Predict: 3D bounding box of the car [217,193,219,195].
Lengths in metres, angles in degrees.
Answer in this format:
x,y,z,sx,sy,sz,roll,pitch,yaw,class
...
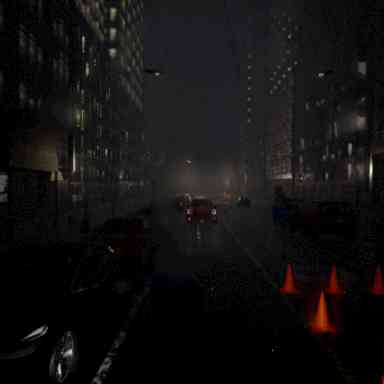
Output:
x,y,z,sx,sy,sz,roll,pitch,yaw,class
7.385,1.008,73.281,2.192,1.841,5.009,0,0,1,car

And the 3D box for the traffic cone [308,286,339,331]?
x,y,z,sx,sy,sz,roll,pitch,yaw,class
2.154,1.949,5.514,0.340,0.580,0.340,1,0,1,traffic cone

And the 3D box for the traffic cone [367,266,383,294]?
x,y,z,sx,sy,sz,roll,pitch,yaw,class
4.191,1.960,7.476,0.340,0.580,0.340,1,0,1,traffic cone

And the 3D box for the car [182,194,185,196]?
x,y,z,sx,sy,sz,roll,pitch,yaw,class
-1.525,1.300,45.025,2.008,1.369,4.403,0,0,1,car

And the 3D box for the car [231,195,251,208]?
x,y,z,sx,sy,sz,roll,pitch,yaw,class
6.853,1.388,44.868,2.008,1.369,4.403,0,0,1,car

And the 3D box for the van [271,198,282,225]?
x,y,z,sx,sy,sz,roll,pitch,yaw,class
6.428,1.293,22.138,1.690,1.788,3.998,0,0,1,van

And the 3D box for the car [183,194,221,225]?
x,y,z,sx,sy,sz,roll,pitch,yaw,class
0.666,1.238,23.111,2.097,1.767,4.553,1,0,1,car

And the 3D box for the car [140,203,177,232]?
x,y,z,sx,sy,sz,roll,pitch,yaw,class
-2.058,1.442,16.612,2.008,1.369,4.403,0,0,1,car

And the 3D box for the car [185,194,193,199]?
x,y,z,sx,sy,sz,roll,pitch,yaw,class
-0.781,1.112,84.804,1.947,1.339,4.313,0,0,1,car

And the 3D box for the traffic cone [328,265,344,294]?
x,y,z,sx,sy,sz,roll,pitch,yaw,class
3.191,1.949,7.494,0.340,0.580,0.340,1,0,1,traffic cone

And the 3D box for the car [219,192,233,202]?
x,y,z,sx,sy,sz,roll,pitch,yaw,class
7.279,1.037,67.598,2.192,1.841,5.009,0,0,1,car

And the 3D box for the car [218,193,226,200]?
x,y,z,sx,sy,sz,roll,pitch,yaw,class
7.598,1.075,84.647,1.967,1.590,4.097,0,0,1,car

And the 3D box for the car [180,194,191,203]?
x,y,z,sx,sy,sz,roll,pitch,yaw,class
-1.206,1.103,62.072,1.967,1.590,4.097,0,0,1,car

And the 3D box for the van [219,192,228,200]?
x,y,z,sx,sy,sz,roll,pitch,yaw,class
7.492,1.005,78.963,1.690,1.788,3.998,0,0,1,van

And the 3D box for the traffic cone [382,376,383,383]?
x,y,z,sx,sy,sz,roll,pitch,yaw,class
2.116,1.959,3.514,0.340,0.580,0.340,1,0,1,traffic cone

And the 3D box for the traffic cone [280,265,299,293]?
x,y,z,sx,sy,sz,roll,pitch,yaw,class
2.191,1.939,7.513,0.340,0.580,0.340,1,0,1,traffic cone

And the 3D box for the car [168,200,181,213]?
x,y,z,sx,sy,sz,roll,pitch,yaw,class
-1.951,1.445,22.295,1.802,1.307,4.206,0,0,1,car

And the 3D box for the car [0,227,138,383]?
x,y,z,sx,sy,sz,roll,pitch,yaw,class
-2.270,1.514,5.247,1.947,1.339,4.313,0,0,1,car

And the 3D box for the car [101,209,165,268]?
x,y,z,sx,sy,sz,roll,pitch,yaw,class
-2.164,1.465,10.930,1.887,1.381,4.507,0,0,1,car

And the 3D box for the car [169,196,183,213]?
x,y,z,sx,sy,sz,roll,pitch,yaw,class
-1.738,1.357,33.660,2.008,1.369,4.403,0,0,1,car

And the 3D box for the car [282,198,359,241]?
x,y,z,sx,sy,sz,roll,pitch,yaw,class
6.321,1.295,16.455,2.192,1.841,5.009,0,0,1,car
